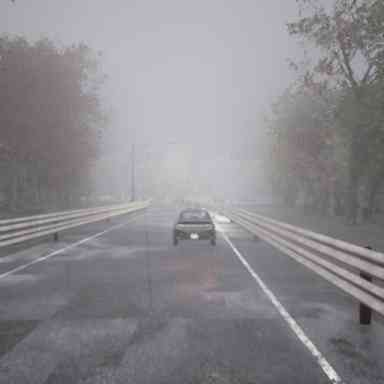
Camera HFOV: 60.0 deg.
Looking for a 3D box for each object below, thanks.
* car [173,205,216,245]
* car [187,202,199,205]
[{"bbox_3d":[0.103,1.616,16.053,2.128,1.511,4.902,0,0,0],"label":"car"},{"bbox_3d":[0.108,1.820,36.087,2.033,1.411,5.357,0,0,0],"label":"car"}]
